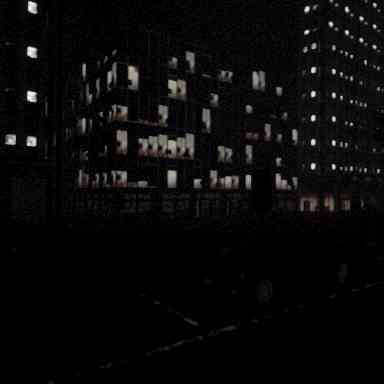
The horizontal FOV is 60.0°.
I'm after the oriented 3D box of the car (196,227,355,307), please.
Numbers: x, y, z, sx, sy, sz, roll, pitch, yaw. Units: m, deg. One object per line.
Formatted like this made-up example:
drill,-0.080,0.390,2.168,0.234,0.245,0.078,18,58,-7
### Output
car,2.154,1.595,8.095,4.507,1.381,1.887,1,0,-35
